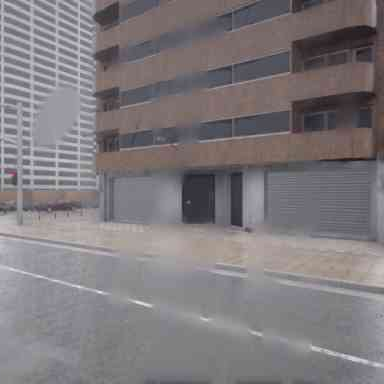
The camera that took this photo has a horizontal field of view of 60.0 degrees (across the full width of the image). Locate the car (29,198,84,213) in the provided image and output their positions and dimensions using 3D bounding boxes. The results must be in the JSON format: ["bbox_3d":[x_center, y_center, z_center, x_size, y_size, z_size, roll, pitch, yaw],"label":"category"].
[{"bbox_3d":[-15.161,1.477,37.566,1.882,1.535,5.008,0,0,35],"label":"car"}]

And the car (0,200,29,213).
[{"bbox_3d":[-19.532,1.547,37.405,2.033,1.411,5.357,0,0,35],"label":"car"}]

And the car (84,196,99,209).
[{"bbox_3d":[-13.839,1.564,45.606,1.994,1.385,4.181,0,0,35],"label":"car"}]
